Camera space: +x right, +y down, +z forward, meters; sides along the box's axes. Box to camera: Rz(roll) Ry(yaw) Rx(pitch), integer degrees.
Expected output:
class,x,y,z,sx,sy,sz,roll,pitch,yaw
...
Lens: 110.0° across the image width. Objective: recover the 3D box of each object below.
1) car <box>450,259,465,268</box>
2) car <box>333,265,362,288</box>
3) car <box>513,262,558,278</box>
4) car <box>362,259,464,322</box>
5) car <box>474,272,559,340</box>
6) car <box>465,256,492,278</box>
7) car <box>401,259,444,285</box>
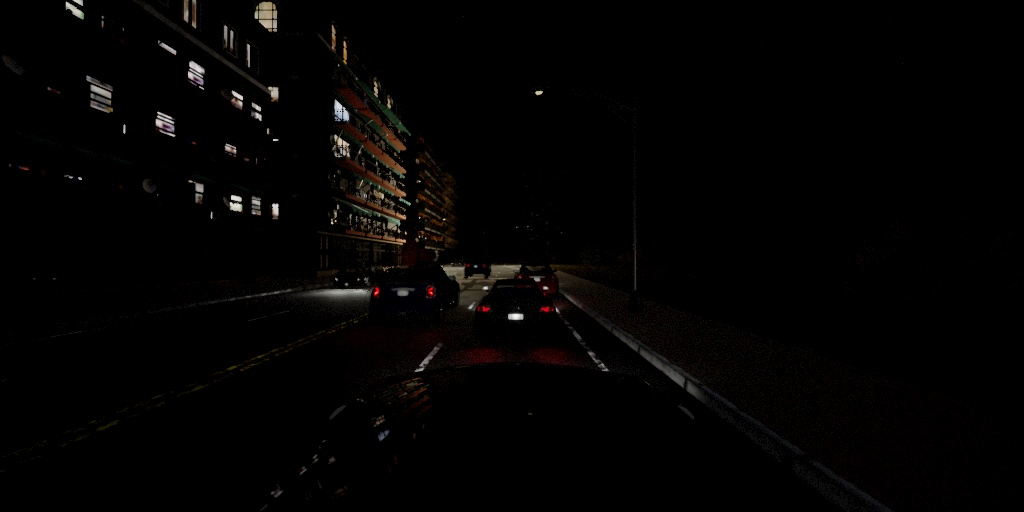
class,x,y,z,sx,sy,sz,roll,pitch,yaw
car,-9.745,1.253,64.724,1.837,1.490,4.892,0,0,1
car,-9.834,1.300,23.962,2.033,1.411,5.357,0,0,0
car,1.151,1.103,18.533,2.097,1.767,4.553,0,0,0
car,-3.145,1.105,12.503,2.097,1.767,4.553,0,0,0
car,0.101,1.315,9.954,1.994,1.385,4.181,0,0,0
car,-3.124,0.976,33.686,2.150,2.045,5.566,0,0,0
car,-6.580,1.104,26.908,2.097,1.767,4.553,0,0,0
